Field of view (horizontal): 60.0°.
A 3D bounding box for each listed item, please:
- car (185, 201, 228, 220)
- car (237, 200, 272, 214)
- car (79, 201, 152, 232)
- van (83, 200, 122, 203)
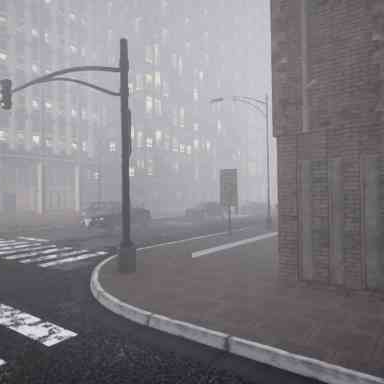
[{"bbox_3d":[1.319,1.563,29.206,1.882,1.535,5.008,-1,-1,36],"label":"car"},{"bbox_3d":[7.273,1.707,37.494,1.895,1.301,4.718,-1,-1,36],"label":"car"},{"bbox_3d":[-4.609,1.558,20.959,2.128,1.511,4.902,-1,-1,34],"label":"car"},{"bbox_3d":[-5.985,1.460,23.474,1.690,1.788,3.998,-2,-1,36],"label":"van"}]
